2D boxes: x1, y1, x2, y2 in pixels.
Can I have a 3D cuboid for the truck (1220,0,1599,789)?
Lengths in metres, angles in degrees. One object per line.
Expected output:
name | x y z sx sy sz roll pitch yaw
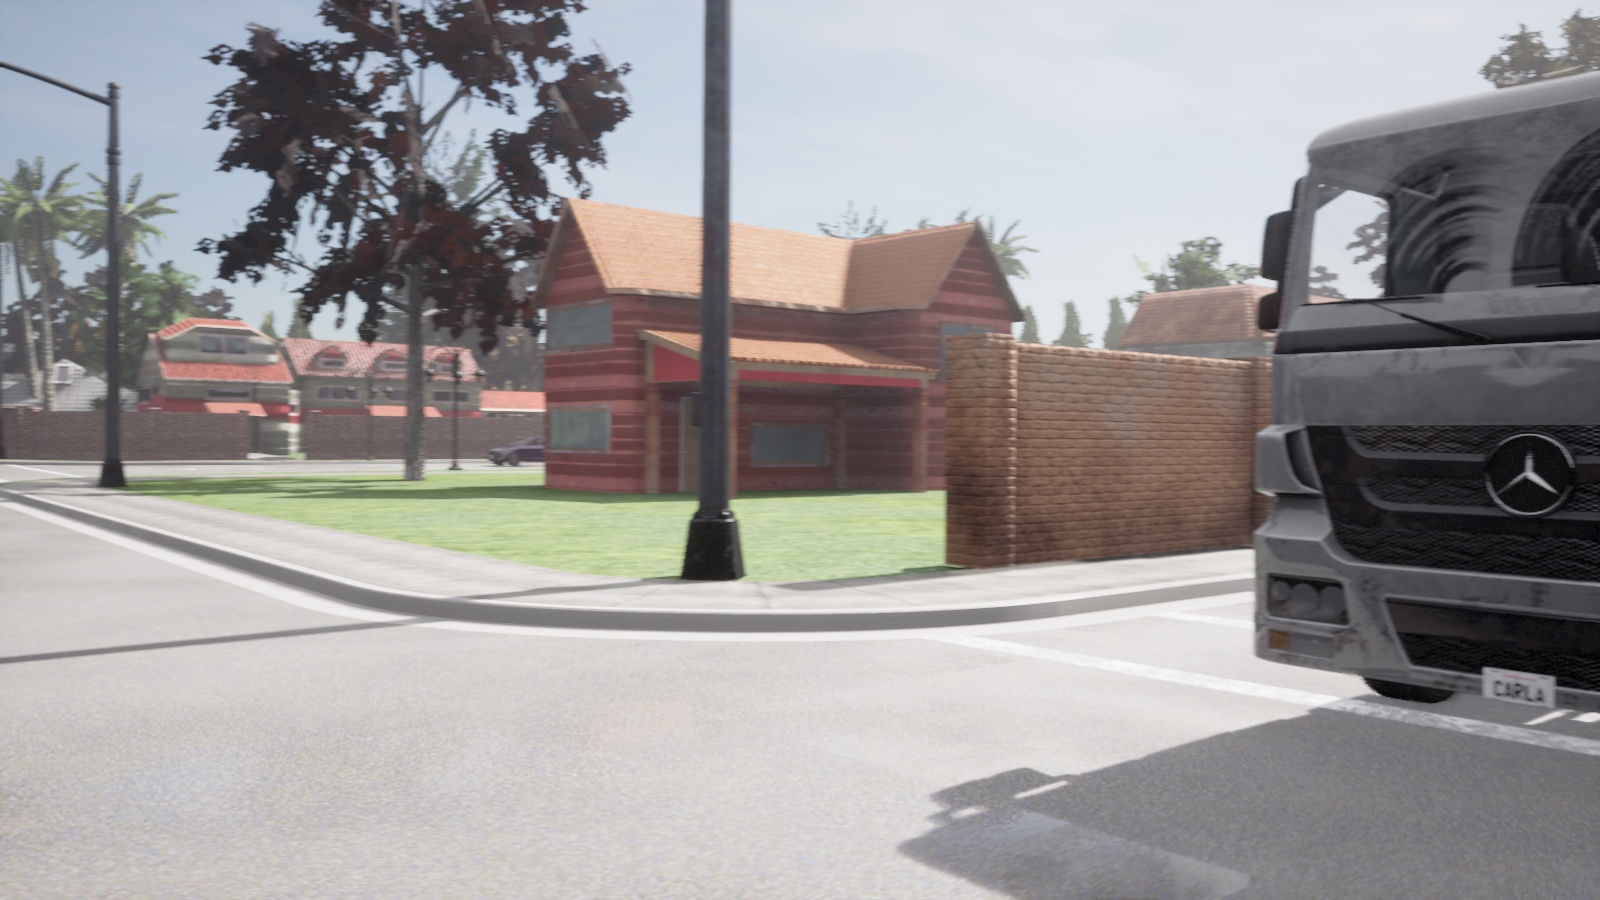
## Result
truck | 6.218 -0.346 8.184 7.936 3.462 2.891 -1 1 -40

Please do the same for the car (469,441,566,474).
car | -13.614 0.349 60.610 4.193 1.474 1.816 -1 1 -41
